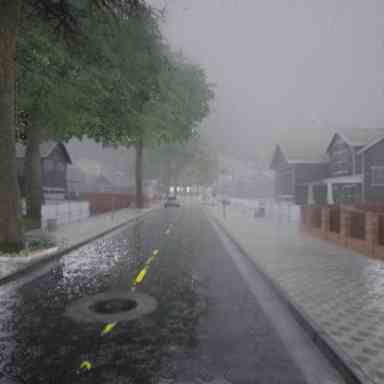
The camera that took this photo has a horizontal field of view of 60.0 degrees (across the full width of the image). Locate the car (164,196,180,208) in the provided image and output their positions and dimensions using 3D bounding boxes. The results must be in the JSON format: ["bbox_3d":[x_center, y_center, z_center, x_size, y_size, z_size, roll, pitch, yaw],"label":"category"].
[{"bbox_3d":[-2.796,1.410,48.069,2.097,1.767,4.553,0,0,1],"label":"car"}]
